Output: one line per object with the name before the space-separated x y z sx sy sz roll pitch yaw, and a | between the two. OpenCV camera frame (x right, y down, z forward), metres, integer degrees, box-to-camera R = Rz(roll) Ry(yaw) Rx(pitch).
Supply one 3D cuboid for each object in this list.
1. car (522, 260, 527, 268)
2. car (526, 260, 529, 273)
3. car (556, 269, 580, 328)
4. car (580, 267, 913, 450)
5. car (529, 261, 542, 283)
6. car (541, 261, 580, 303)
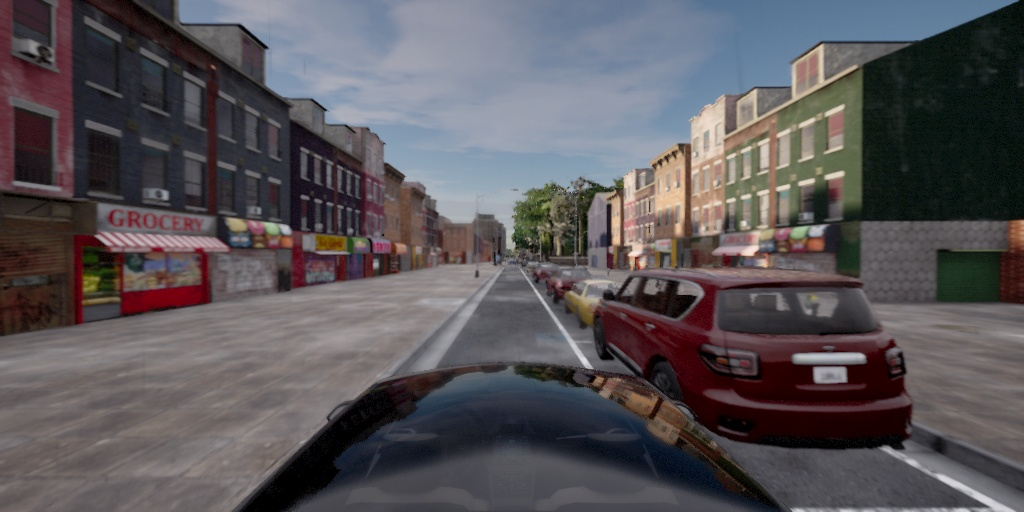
car | 2.650 1.358 44.702 2.007 1.370 4.403 0 0 0
car | 2.646 1.331 33.458 2.007 1.370 4.403 0 0 0
car | 2.639 1.277 11.140 1.751 1.417 4.829 0 0 0
car | 2.638 1.065 5.348 2.192 1.841 5.009 0 0 0
car | 2.645 1.209 27.837 1.967 1.591 4.097 0 0 0
car | 2.641 1.195 16.593 1.967 1.591 4.097 0 0 0
